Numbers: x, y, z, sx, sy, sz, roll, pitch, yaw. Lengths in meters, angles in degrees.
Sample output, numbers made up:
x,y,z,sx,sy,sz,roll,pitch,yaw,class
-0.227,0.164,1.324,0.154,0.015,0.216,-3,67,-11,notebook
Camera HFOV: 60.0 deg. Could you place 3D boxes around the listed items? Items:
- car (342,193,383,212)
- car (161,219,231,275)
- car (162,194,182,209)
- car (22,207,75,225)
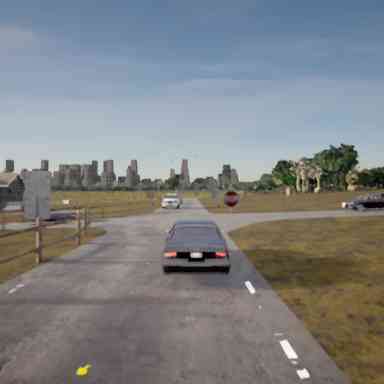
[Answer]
x,y,z,sx,sy,sz,roll,pitch,yaw,class
15.633,0.857,28.964,4.902,1.511,2.128,-2,0,0,car
0.098,1.554,10.425,2.033,1.411,5.357,0,0,0,car
-2.837,1.262,45.696,2.150,2.045,5.566,0,0,0,car
-12.392,2.009,28.768,4.181,1.385,1.994,-2,0,4,car
